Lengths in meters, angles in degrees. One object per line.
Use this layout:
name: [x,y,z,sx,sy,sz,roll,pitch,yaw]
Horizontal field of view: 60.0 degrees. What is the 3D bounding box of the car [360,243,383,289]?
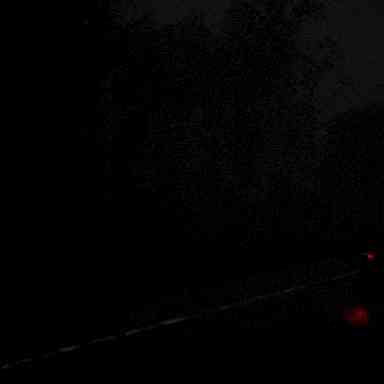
car: [5.883,1.561,7.944,4.181,1.385,1.994,0,0,-35]
